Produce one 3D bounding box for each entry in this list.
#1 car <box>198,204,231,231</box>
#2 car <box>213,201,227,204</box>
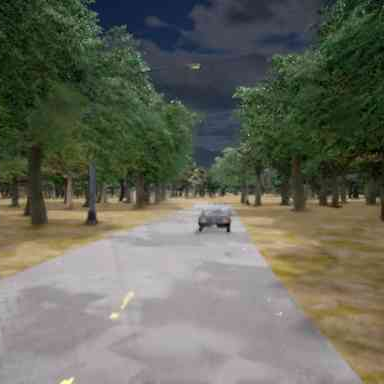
[{"bbox_3d":[1.460,1.643,20.820,1.895,1.301,4.718,0,0,6],"label":"car"},{"bbox_3d":[3.225,1.740,38.104,1.895,1.301,4.718,0,0,6],"label":"car"}]
